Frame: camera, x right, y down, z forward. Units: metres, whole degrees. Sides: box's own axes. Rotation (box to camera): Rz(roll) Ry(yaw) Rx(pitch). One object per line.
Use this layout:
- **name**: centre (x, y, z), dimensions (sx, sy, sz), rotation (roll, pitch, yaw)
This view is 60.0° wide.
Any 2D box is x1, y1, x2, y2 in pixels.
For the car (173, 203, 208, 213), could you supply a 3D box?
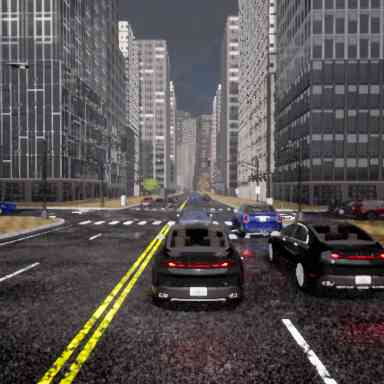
- **car**: centre (0.147, 1.536, 17.816), dimensions (2.033, 1.411, 5.357), rotation (0, 0, 0)

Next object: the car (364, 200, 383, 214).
- **car**: centre (21.906, 1.640, 36.801), dimensions (4.829, 1.417, 1.752), rotation (1, 0, 1)

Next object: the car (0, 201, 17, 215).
- **car**: centre (-19.422, 1.319, 31.798), dimensions (5.008, 1.535, 1.882), rotation (1, 1, 1)

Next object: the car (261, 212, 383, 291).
- **car**: centre (3.374, 1.498, 8.970), dimensions (1.837, 1.490, 4.892), rotation (0, 0, 0)

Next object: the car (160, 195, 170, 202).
- **car**: centre (-6.298, 1.402, 77.560), dimensions (1.882, 1.535, 5.008), rotation (0, 0, 0)

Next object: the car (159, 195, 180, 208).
- **car**: centre (-3.214, 1.464, 48.288), dimensions (1.837, 1.490, 4.892), rotation (0, 1, 0)

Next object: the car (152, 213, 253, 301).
- **car**: centre (0.119, 1.500, 8.261), dimensions (1.837, 1.490, 4.892), rotation (0, 0, 0)

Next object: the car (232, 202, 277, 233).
- **car**: centre (3.395, 1.341, 18.051), dimensions (2.097, 1.767, 4.553), rotation (0, 0, 0)

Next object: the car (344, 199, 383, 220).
- **car**: centre (16.275, 1.517, 28.529), dimensions (5.009, 1.841, 2.192), rotation (1, 0, 1)

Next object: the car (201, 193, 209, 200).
- **car**: centre (3.485, 1.091, 89.739), dimensions (2.097, 1.767, 4.553), rotation (0, 0, 0)

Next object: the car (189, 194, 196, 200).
- **car**: centre (0.235, 1.214, 89.779), dimensions (1.882, 1.535, 5.008), rotation (0, 0, 0)

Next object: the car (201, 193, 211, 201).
- **car**: centre (3.459, 1.390, 79.350), dimensions (1.882, 1.535, 5.008), rotation (0, 0, 0)

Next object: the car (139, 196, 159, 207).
- **car**: centre (-6.459, 1.488, 49.064), dimensions (1.812, 1.442, 4.674), rotation (0, 0, 2)

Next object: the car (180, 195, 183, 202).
- **car**: centre (-3.148, 1.451, 62.581), dimensions (1.837, 1.490, 4.892), rotation (0, 0, 1)

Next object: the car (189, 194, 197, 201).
- **car**: centre (0.208, 1.391, 79.361), dimensions (1.882, 1.535, 5.008), rotation (0, 0, 0)

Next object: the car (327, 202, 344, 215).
- **car**: centre (16.516, 1.614, 34.309), dimensions (4.892, 1.490, 1.837), rotation (0, 1, 1)

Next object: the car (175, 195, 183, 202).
- **car**: centre (-3.047, 1.448, 77.618), dimensions (1.812, 1.442, 4.674), rotation (0, 0, 0)
